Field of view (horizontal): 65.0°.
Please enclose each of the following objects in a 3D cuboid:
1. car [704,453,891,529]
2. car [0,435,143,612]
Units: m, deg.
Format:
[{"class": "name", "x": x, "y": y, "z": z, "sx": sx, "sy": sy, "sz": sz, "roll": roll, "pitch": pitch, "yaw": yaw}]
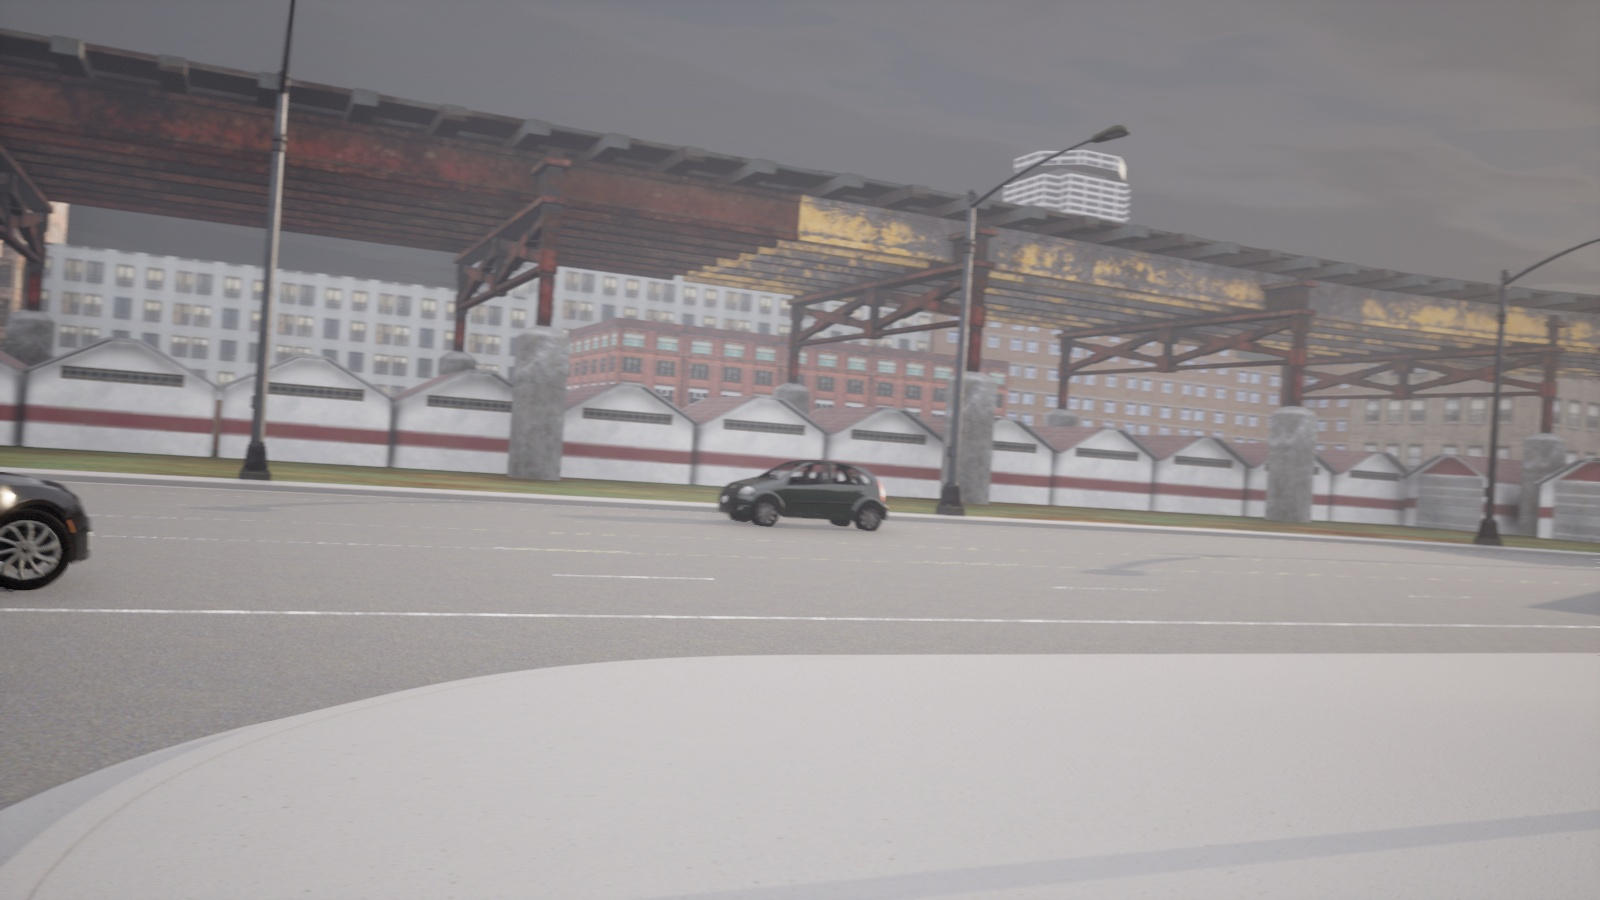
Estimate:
[{"class": "car", "x": -0.065, "y": 0.974, "z": 29.999, "sx": 3.988, "sy": 1.617, "sz": 1.851, "roll": 3, "pitch": 0, "yaw": -25}, {"class": "car", "x": -7.888, "y": 0.578, "z": 9.886, "sx": 1.837, "sy": 1.490, "sz": 4.892, "roll": 1, "pitch": -1, "yaw": 18}]
